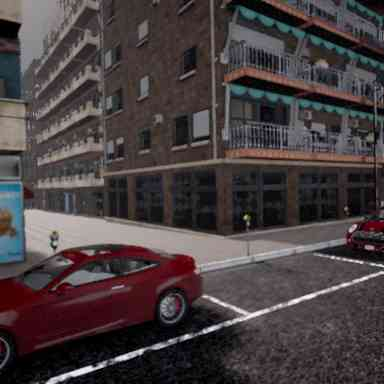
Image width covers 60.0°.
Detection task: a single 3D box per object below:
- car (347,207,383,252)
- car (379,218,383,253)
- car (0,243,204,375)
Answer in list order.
[{"bbox_3d":[7.261,1.213,11.745,4.097,1.590,1.967,-1,0,-35],"label":"car"},{"bbox_3d":[6.739,1.344,8.172,4.674,1.442,1.812,-1,1,-35],"label":"car"},{"bbox_3d":[-1.730,1.553,5.335,4.206,1.307,1.802,-1,0,-35],"label":"car"}]
